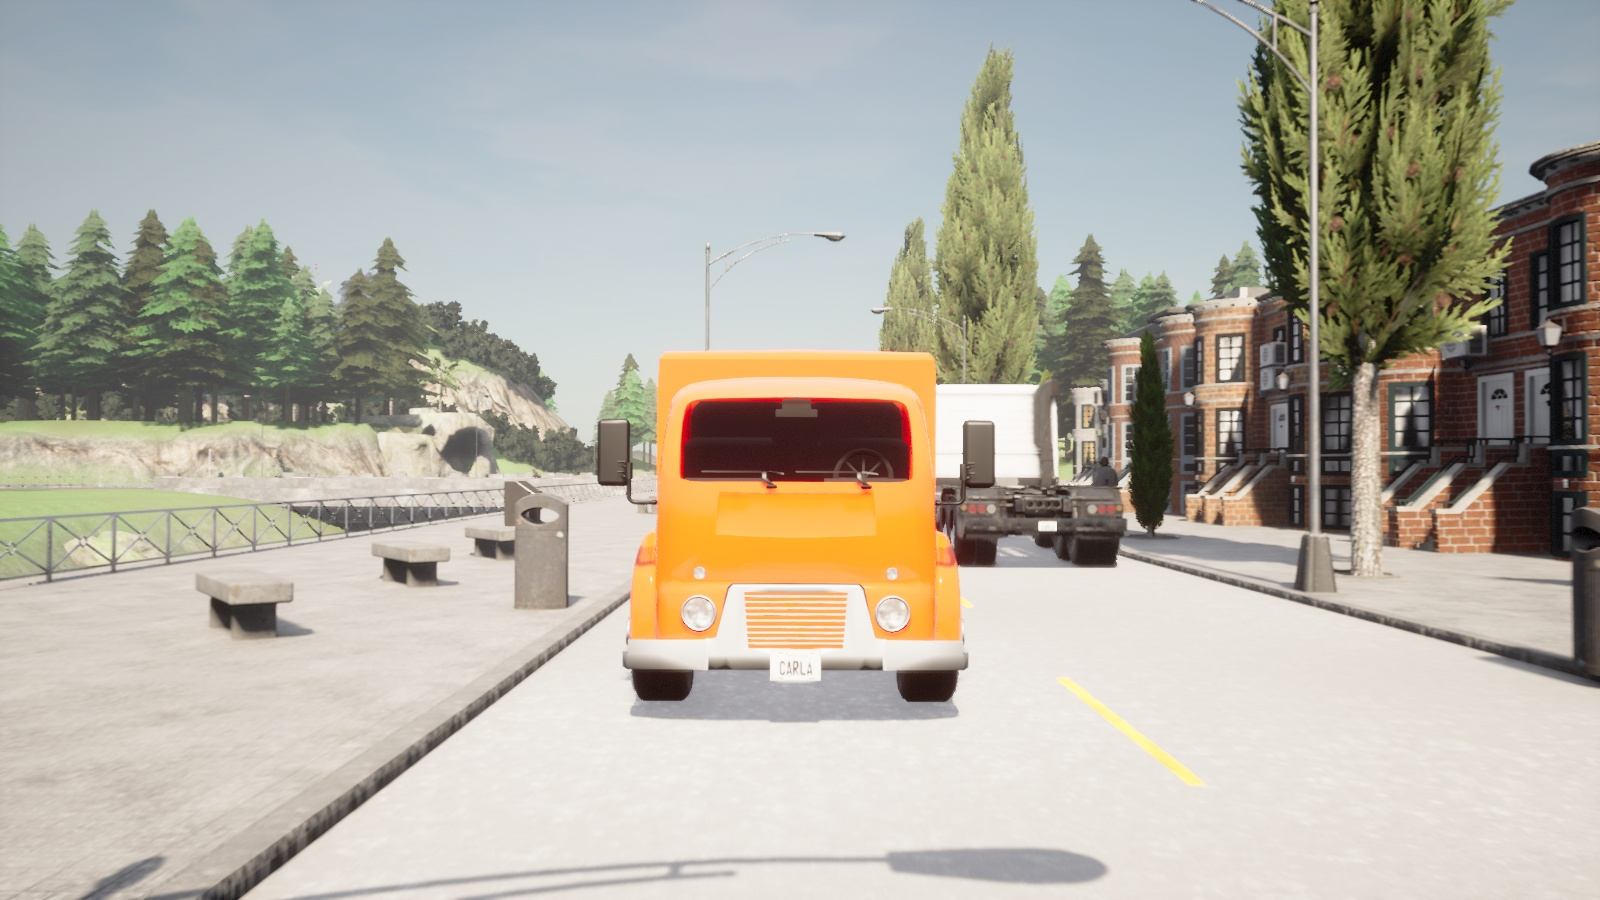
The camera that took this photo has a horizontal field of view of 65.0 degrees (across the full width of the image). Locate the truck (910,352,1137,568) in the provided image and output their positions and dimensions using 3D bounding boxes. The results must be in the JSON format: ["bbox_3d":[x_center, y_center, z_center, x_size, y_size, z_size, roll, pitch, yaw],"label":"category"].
[{"bbox_3d":[3.934,0.221,24.140,2.891,3.462,7.936,0,-1,0],"label":"truck"}]

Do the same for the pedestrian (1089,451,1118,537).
[{"bbox_3d":[6.598,0.955,27.316,0.540,1.848,0.694,0,-1,7],"label":"pedestrian"}]

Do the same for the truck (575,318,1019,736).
[{"bbox_3d":[-0.030,0.496,10.056,2.627,2.467,5.204,0,-1,0],"label":"truck"}]
